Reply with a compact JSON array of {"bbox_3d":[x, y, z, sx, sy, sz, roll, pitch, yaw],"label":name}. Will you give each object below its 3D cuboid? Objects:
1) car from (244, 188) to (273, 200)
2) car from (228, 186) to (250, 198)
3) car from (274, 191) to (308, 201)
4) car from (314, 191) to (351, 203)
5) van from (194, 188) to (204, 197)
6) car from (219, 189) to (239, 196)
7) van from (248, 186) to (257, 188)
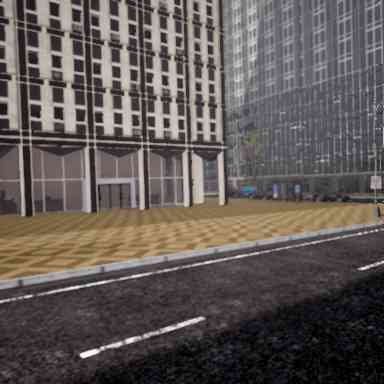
[{"bbox_3d":[10.256,0.470,49.043,1.947,1.339,4.313,-2,2,-35],"label":"car"},{"bbox_3d":[7.222,0.193,58.099,1.882,1.535,5.008,-3,2,-34],"label":"car"},{"bbox_3d":[13.445,0.540,44.338,1.802,1.307,4.206,-2,2,-35],"label":"car"},{"bbox_3d":[16.667,0.576,39.654,1.947,1.339,4.313,-2,2,-35],"label":"car"},{"bbox_3d":[0.587,0.087,63.082,1.690,1.788,3.998,-2,2,-35],"label":"van"},{"bbox_3d":[7.476,-0.003,67.854,1.802,1.307,4.206,-2,2,-35],"label":"car"},{"bbox_3d":[10.708,-0.191,63.176,1.690,1.788,3.998,-2,2,-35],"label":"van"}]
